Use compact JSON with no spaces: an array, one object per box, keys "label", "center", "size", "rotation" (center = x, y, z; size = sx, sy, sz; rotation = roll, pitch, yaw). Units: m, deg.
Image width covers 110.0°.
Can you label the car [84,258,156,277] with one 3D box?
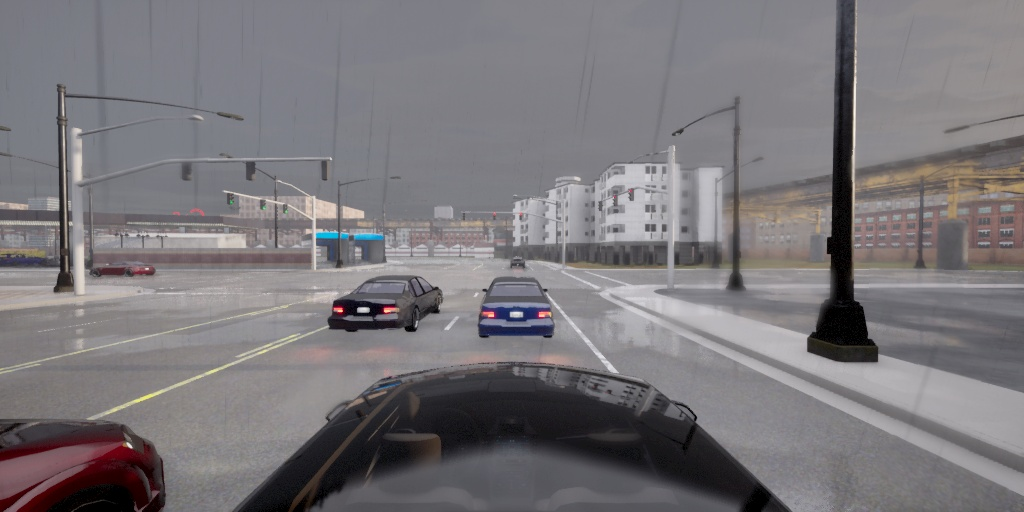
[{"label":"car","center":[-33.591,1.084,30.980],"size":[4.181,1.385,1.994],"rotation":[0,1,-1]}]

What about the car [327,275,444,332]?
[{"label":"car","center":[-3.404,1.274,10.724],"size":[2.033,1.411,5.357],"rotation":[0,0,0]}]

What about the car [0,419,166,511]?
[{"label":"car","center":[-3.395,1.314,0.727],"size":[1.994,1.385,4.181],"rotation":[0,0,0]}]

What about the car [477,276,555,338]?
[{"label":"car","center":[0.092,1.279,10.120],"size":[2.033,1.411,5.357],"rotation":[0,0,0]}]

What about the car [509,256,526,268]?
[{"label":"car","center":[0.717,0.772,46.101],"size":[1.837,1.490,4.892],"rotation":[0,1,0]}]
